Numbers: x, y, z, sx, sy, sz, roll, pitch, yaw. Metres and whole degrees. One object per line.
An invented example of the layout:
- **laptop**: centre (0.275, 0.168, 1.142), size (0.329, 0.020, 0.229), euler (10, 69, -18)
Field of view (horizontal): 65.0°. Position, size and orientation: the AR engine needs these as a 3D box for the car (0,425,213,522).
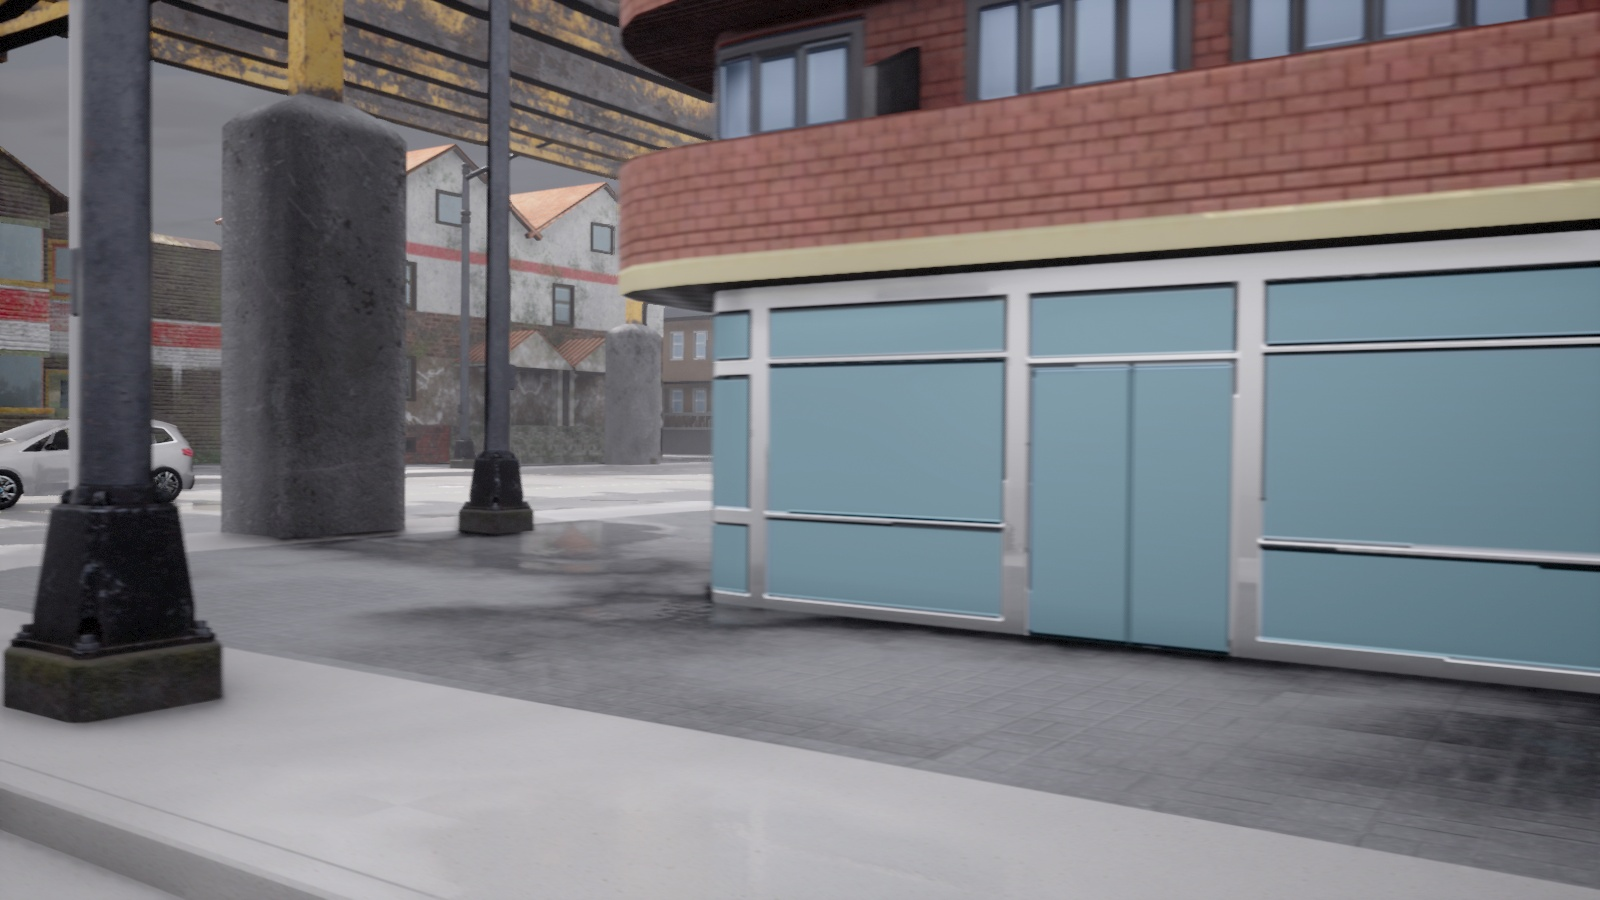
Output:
- **car**: centre (-13.892, 0.379, 23.650), size (2.242, 1.667, 4.611), euler (0, 1, 34)
